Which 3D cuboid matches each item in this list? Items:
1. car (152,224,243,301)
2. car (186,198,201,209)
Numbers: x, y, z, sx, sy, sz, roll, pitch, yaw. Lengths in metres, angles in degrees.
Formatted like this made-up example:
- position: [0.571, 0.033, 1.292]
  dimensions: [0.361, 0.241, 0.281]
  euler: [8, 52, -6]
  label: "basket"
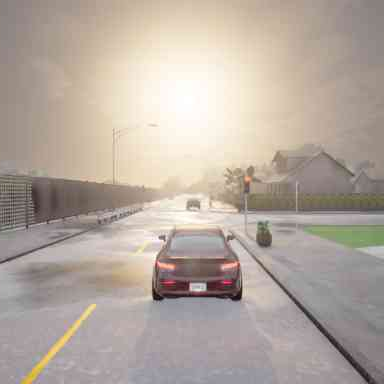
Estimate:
- position: [0.110, 1.526, 8.217]
  dimensions: [1.812, 1.442, 4.674]
  euler: [0, 0, 0]
  label: "car"
- position: [0.192, 1.505, 44.100]
  dimensions: [1.837, 1.490, 4.892]
  euler: [0, 0, 0]
  label: "car"
